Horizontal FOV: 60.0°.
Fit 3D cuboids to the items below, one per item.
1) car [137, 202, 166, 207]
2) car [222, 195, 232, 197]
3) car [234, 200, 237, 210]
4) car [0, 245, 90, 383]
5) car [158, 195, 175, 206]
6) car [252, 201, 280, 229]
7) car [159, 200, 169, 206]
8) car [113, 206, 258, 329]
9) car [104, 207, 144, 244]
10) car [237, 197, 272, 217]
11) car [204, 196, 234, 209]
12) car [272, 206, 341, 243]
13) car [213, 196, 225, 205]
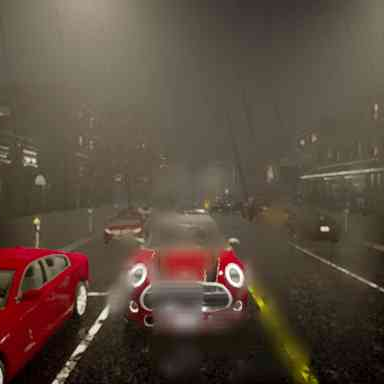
[{"bbox_3d":[-2.993,1.547,21.242,2.008,1.369,4.403,-1,0,-1],"label":"car"},{"bbox_3d":[5.102,1.517,43.713,1.752,1.417,4.829,-1,0,-1],"label":"car"},{"bbox_3d":[5.175,1.575,37.995,1.802,1.307,4.206,-1,0,-1],"label":"car"},{"bbox_3d":[-2.779,1.544,4.599,1.887,1.381,4.507,-1,0,-1],"label":"car"},{"bbox_3d":[-3.278,1.307,43.434,2.192,1.841,5.009,-1,0,-1],"label":"car"},{"bbox_3d":[5.386,1.521,21.521,1.752,1.417,4.829,-1,0,-1],"label":"car"},{"bbox_3d":[-3.063,1.577,26.791,1.802,1.307,4.206,-1,0,-1],"label":"car"},{"bbox_3d":[-0.120,1.351,7.262,2.097,1.767,4.553,0,0,-1],"label":"car"},{"bbox_3d":[-2.921,1.579,15.694,1.802,1.307,4.206,-1,0,-1],"label":"car"},{"bbox_3d":[5.314,1.310,26.900,2.192,1.841,5.009,-1,0,-1],"label":"car"},{"bbox_3d":[2.631,1.485,33.639,2.128,1.511,4.902,0,0,-1],"label":"car"},{"bbox_3d":[5.459,1.563,15.804,1.947,1.339,4.313,-1,0,-1],"label":"car"},{"bbox_3d":[4.889,1.512,60.357,1.752,1.417,4.829,-1,0,-1],"label":"car"}]
